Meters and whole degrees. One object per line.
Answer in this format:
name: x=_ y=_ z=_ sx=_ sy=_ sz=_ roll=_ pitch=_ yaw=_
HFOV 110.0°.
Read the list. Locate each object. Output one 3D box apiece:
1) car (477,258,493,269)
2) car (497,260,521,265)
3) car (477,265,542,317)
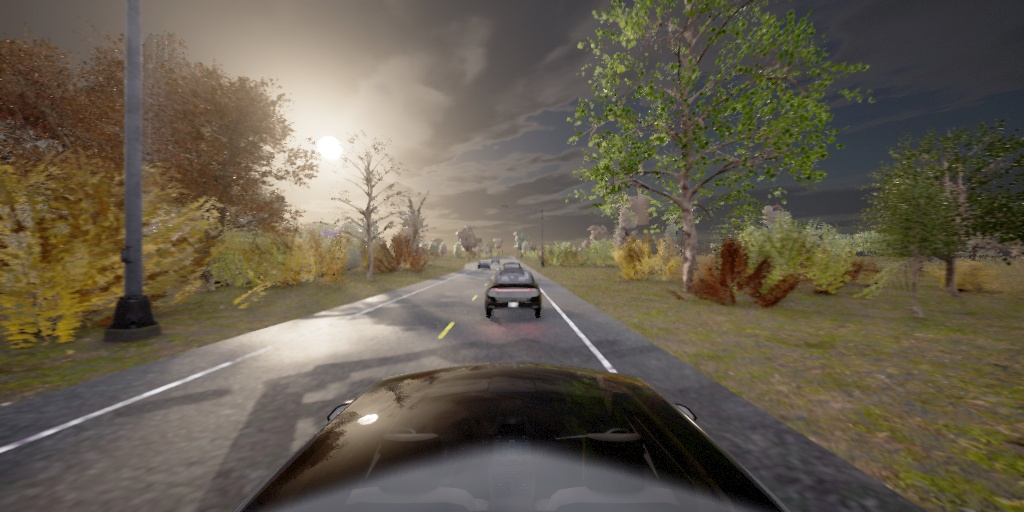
car: x=-3.992 y=1.313 z=51.392 sx=1.895 sy=1.301 sz=4.718 roll=0 pitch=0 yaw=-3
car: x=-0.010 y=1.247 z=28.262 sx=1.837 sy=1.490 sz=4.892 roll=0 pitch=1 yaw=0
car: x=0.051 y=1.238 z=13.142 sx=2.128 sy=1.511 sz=4.902 roll=0 pitch=0 yaw=0
